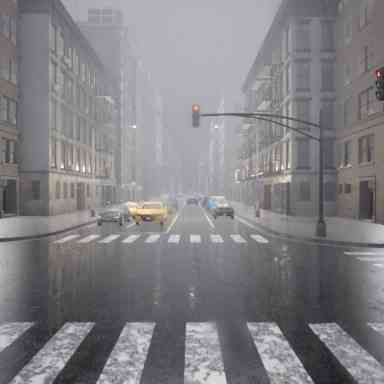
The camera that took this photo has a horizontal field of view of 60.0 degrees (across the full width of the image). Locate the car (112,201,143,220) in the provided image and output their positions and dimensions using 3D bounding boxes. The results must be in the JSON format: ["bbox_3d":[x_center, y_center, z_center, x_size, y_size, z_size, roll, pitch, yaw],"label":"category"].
[{"bbox_3d":[-5.408,1.523,28.634,1.752,1.417,4.829,0,0,0],"label":"car"}]

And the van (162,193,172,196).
[{"bbox_3d":[-5.460,1.337,66.647,1.690,1.788,3.998,0,0,0],"label":"van"}]

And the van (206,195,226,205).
[{"bbox_3d":[2.625,1.338,34.215,1.690,1.788,3.998,0,0,0],"label":"van"}]

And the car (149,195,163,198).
[{"bbox_3d":[-5.430,1.436,45.023,1.967,1.590,4.097,0,0,0],"label":"car"}]

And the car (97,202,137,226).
[{"bbox_3d":[-5.401,1.549,23.398,2.008,1.369,4.403,0,0,0],"label":"car"}]

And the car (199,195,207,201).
[{"bbox_3d":[2.617,1.539,82.871,1.887,1.381,4.507,0,0,0],"label":"car"}]

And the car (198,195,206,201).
[{"bbox_3d":[2.616,1.560,88.277,1.947,1.339,4.313,0,0,0],"label":"car"}]

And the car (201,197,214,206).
[{"bbox_3d":[2.621,1.562,55.840,1.947,1.339,4.313,0,0,0],"label":"car"}]

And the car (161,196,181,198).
[{"bbox_3d":[-2.856,1.560,44.202,1.994,1.385,4.181,0,0,0],"label":"car"}]

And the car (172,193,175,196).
[{"bbox_3d":[-5.467,1.310,72.053,2.192,1.841,5.009,0,0,0],"label":"car"}]

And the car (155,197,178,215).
[{"bbox_3d":[-2.859,1.544,34.191,2.033,1.411,5.357,0,0,0],"label":"car"}]

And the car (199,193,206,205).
[{"bbox_3d":[2.623,1.311,50.434,2.192,1.841,5.009,0,0,0],"label":"car"}]

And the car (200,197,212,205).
[{"bbox_3d":[2.621,1.546,61.246,2.008,1.369,4.403,0,0,0],"label":"car"}]

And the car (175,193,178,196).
[{"bbox_3d":[-5.489,1.545,88.273,2.008,1.369,4.403,0,0,0],"label":"car"}]

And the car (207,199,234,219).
[{"bbox_3d":[2.626,1.548,28.809,2.008,1.369,4.403,0,0,0],"label":"car"}]

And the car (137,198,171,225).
[{"bbox_3d":[-2.864,1.475,24.312,1.882,1.535,5.008,0,0,0],"label":"car"}]

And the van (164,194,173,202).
[{"bbox_3d":[-5.474,1.336,77.460,1.690,1.788,3.998,0,0,0],"label":"van"}]

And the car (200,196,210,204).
[{"bbox_3d":[2.620,1.521,66.821,1.752,1.417,4.829,0,0,0],"label":"car"}]

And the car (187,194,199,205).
[{"bbox_3d":[0.073,1.501,56.970,1.837,1.490,4.892,0,0,0],"label":"car"}]

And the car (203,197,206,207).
[{"bbox_3d":[2.624,1.578,39.621,1.802,1.307,4.206,0,0,0],"label":"car"}]
